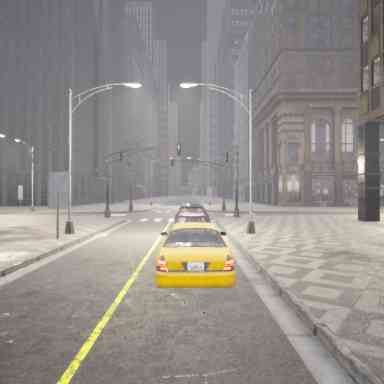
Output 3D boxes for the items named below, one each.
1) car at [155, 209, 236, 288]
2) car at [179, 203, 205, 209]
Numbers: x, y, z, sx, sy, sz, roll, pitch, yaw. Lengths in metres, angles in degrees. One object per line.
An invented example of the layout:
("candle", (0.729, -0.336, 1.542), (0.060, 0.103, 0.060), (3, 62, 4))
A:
("car", (0.050, 1.463, 9.192), (1.801, 1.575, 5.366), (0, 0, -1))
("car", (-0.009, 1.455, 19.334), (2.033, 1.649, 4.856), (0, 0, -1))
